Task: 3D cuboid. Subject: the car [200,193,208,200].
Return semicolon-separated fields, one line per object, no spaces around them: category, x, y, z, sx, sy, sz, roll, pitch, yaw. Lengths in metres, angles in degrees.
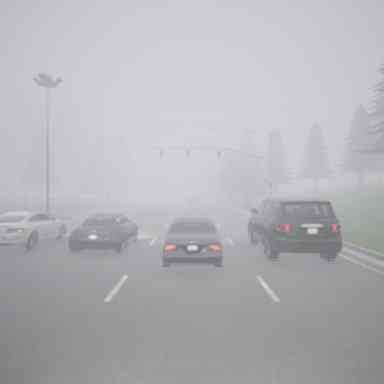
car;3.474;1.383;91.068;1.837;1.490;4.892;0;0;0

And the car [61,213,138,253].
car;-3.458;1.548;13.671;1.994;1.385;4.181;0;0;0

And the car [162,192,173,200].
car;-7.026;1.108;91.095;2.150;2.045;5.566;0;0;0

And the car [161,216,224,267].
car;0.022;1.534;11.375;2.033;1.411;5.357;0;0;0

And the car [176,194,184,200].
car;-3.527;1.407;91.483;1.812;1.442;4.674;0;0;0

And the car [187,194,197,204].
car;-0.018;1.528;60.485;1.895;1.301;4.718;0;0;0

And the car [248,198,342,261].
car;3.531;1.208;12.370;2.150;2.045;5.566;0;0;0

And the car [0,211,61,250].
car;-6.956;1.508;14.054;1.812;1.442;4.674;0;0;0
